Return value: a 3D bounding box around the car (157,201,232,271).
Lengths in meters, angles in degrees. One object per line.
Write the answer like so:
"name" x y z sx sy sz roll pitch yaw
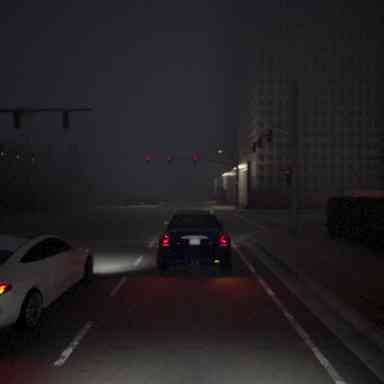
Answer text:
"car" 0.088 1.356 11.112 2.097 1.767 4.553 0 0 0

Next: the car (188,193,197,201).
"car" 0.039 1.544 76.168 2.033 1.411 5.357 0 0 0

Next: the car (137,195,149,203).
"car" -10.463 1.490 71.881 1.882 1.535 5.008 0 0 0

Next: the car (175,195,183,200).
"car" -3.456 1.438 86.833 1.895 1.301 4.718 0 0 0

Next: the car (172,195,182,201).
"car" -3.461 1.483 76.580 1.882 1.535 5.008 0 0 0

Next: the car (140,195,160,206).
"car" -7.026 1.535 56.282 1.812 1.442 4.674 0 0 1

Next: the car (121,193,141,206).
"car" -10.521 1.231 56.343 2.150 2.045 5.566 0 0 1

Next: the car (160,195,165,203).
"car" -6.963 1.512 71.756 1.837 1.490 4.892 0 0 0

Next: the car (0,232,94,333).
"car" -3.436 1.527 6.678 1.812 1.442 4.674 0 0 1
